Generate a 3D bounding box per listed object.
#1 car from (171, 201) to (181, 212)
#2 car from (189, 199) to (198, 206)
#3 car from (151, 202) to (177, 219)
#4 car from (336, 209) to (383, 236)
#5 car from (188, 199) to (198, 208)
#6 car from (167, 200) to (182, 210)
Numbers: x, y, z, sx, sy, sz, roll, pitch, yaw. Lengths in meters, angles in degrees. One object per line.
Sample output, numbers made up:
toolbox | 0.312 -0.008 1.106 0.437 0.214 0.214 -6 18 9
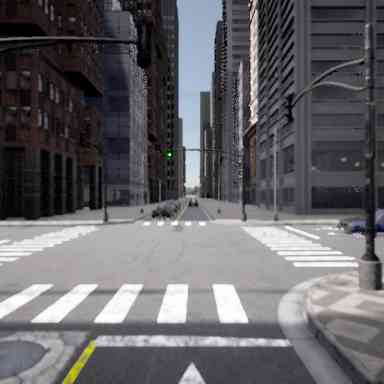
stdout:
car | -2.925 2.119 44.726 1.994 1.385 4.181 0 -1 1
car | 0.322 2.282 75.281 1.837 1.490 4.892 0 -1 0
car | -2.981 2.029 34.640 1.895 1.301 4.718 0 -1 3
car | 11.195 1.695 18.902 5.357 1.411 2.033 0 -1 0
car | 0.268 2.290 64.854 1.882 1.535 5.008 0 -1 0
car | -2.864 2.177 55.053 2.128 1.511 4.902 0 -1 1
